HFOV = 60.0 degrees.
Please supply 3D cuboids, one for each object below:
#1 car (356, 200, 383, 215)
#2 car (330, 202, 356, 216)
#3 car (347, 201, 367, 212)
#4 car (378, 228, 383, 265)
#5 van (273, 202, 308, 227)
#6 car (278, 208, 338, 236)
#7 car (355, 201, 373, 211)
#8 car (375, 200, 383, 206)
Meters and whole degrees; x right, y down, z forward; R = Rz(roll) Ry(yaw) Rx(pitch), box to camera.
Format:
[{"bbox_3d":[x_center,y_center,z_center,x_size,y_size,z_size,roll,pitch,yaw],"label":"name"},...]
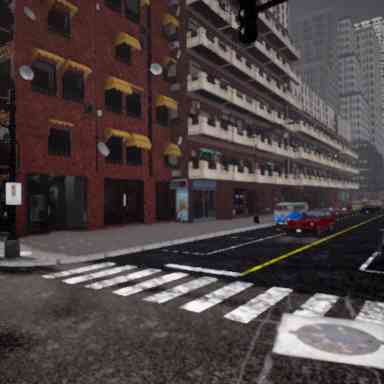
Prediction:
[{"bbox_3d":[21.422,2.022,40.010,1.895,1.301,4.718,-2,-1,36],"label":"car"},{"bbox_3d":[17.178,1.894,38.433,1.967,1.590,4.097,-2,-1,36],"label":"car"},{"bbox_3d":[23.564,2.060,47.353,1.752,1.417,4.829,-2,-1,36],"label":"car"},{"bbox_3d":[7.379,1.620,11.200,2.008,1.369,4.403,-2,-1,36],"label":"car"},{"bbox_3d":[7.451,1.675,24.845,1.690,1.788,3.998,-2,-1,36],"label":"van"},{"bbox_3d":[7.162,1.848,20.201,1.895,1.301,4.718,-2,-1,36],"label":"car"},{"bbox_3d":[26.905,2.144,52.020,1.947,1.339,4.313,-2,-1,36],"label":"car"},{"bbox_3d":[39.875,2.334,70.140,1.802,1.307,4.206,-2,-1,36],"label":"car"}]
